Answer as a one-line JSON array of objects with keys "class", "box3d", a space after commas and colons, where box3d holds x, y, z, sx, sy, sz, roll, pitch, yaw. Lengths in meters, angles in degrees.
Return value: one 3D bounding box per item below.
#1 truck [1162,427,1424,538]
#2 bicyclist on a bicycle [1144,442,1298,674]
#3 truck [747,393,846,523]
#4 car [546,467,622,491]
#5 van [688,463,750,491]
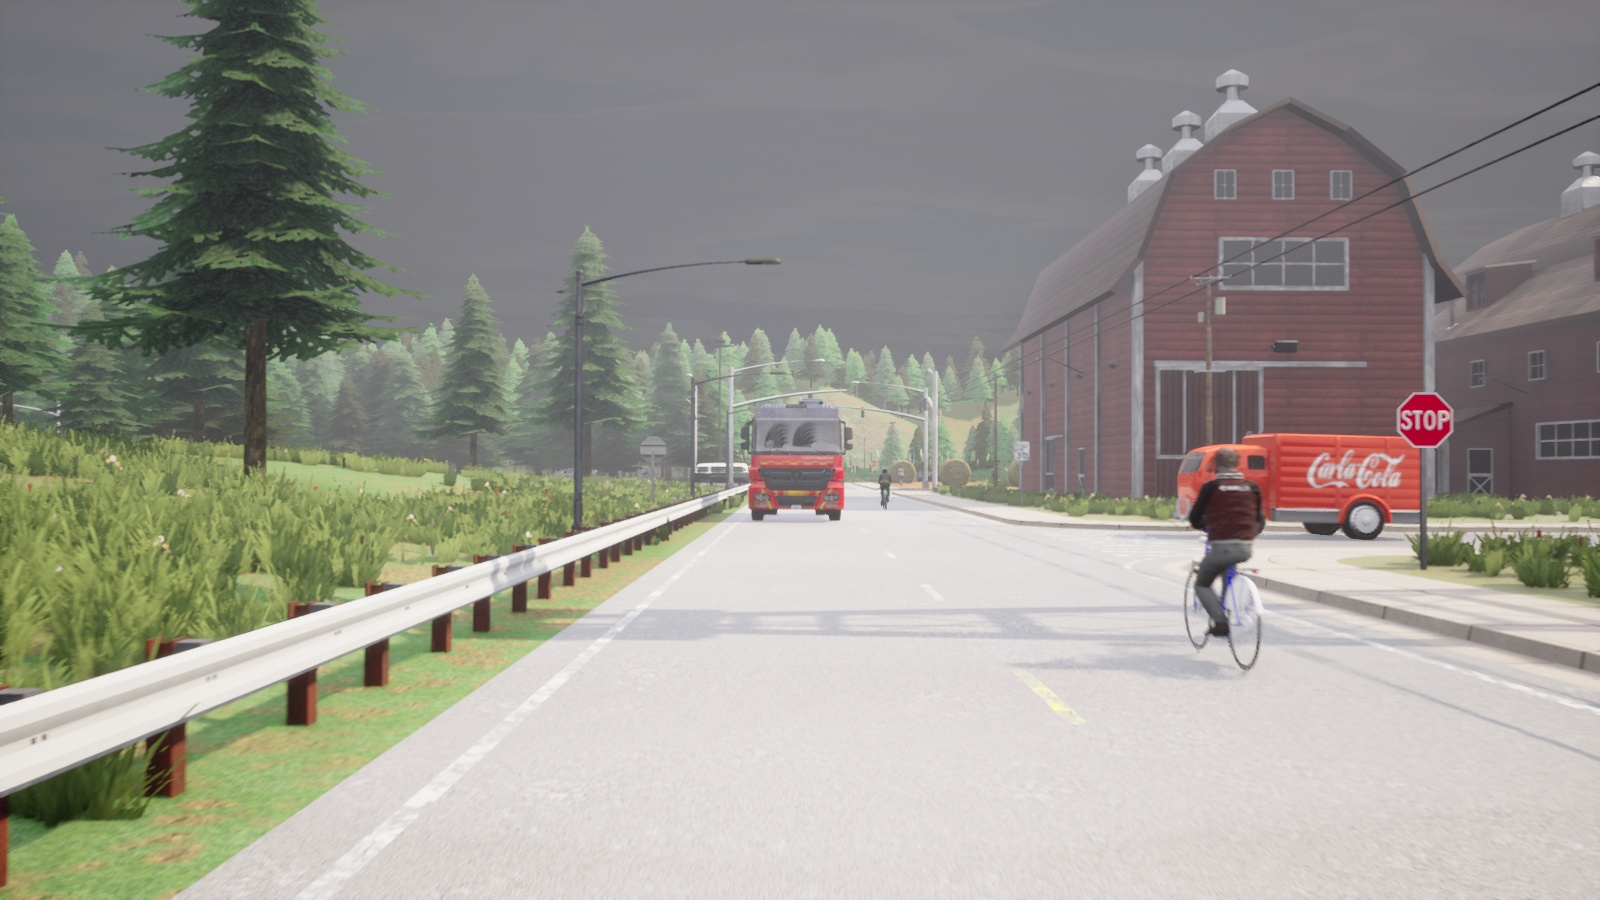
[{"class": "truck", "box3d": [11.618, 0.768, 29.926, 5.204, 2.467, 2.627, 1, -1, -1]}, {"class": "bicyclist on a bicycle", "box3d": [3.473, 0.838, 10.536, 0.659, 1.776, 1.843, 0, -1, 0]}, {"class": "truck", "box3d": [-0.107, 0.306, 41.283, 2.891, 3.827, 8.468, 0, -1, 0]}, {"class": "car", "box3d": [-15.244, 2.039, 88.762, 5.027, 1.651, 2.152, 0, -1, -1]}, {"class": "van", "box3d": [-5.931, 2.009, 92.454, 4.480, 2.038, 2.069, 0, -1, -1]}]
